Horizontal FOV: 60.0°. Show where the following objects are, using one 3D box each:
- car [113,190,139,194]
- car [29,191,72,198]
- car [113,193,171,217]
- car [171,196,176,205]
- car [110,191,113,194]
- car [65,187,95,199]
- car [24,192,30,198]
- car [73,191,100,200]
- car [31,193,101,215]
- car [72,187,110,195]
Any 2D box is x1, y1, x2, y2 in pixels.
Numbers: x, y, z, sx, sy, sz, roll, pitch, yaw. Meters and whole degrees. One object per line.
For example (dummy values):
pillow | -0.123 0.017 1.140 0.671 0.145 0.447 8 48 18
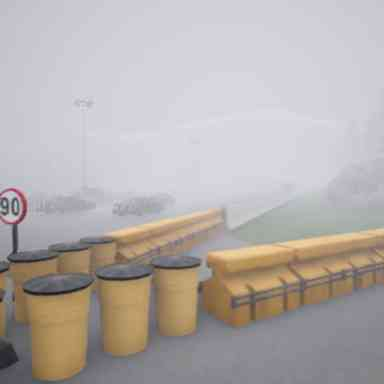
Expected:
car | -10.685 0.453 56.903 2.128 1.511 4.902 0 1 22
car | -19.011 0.847 44.989 1.895 1.301 4.718 0 1 22
car | -3.884 1.078 25.367 2.033 1.411 5.357 0 1 21
car | -3.360 0.837 36.512 1.812 1.442 4.674 0 1 21
car | -14.784 0.497 55.994 2.128 1.511 4.902 0 1 22
car | -20.405 0.171 60.774 2.150 2.045 5.566 0 1 21
car | -22.205 0.731 46.409 2.128 1.511 4.902 0 1 21
car | -18.074 0.530 57.178 1.812 1.442 4.674 0 1 22
car | -10.389 1.069 27.950 2.033 1.411 5.357 0 1 21
car | -14.490 0.403 46.953 2.150 2.045 5.566 0 1 22
